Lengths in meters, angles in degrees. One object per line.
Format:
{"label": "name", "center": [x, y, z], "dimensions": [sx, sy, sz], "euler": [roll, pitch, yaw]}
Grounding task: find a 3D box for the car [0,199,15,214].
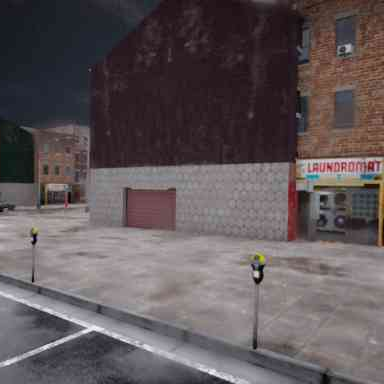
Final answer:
{"label": "car", "center": [-19.063, 1.379, 30.793], "dimensions": [1.837, 1.490, 4.892], "euler": [1, 1, 36]}
